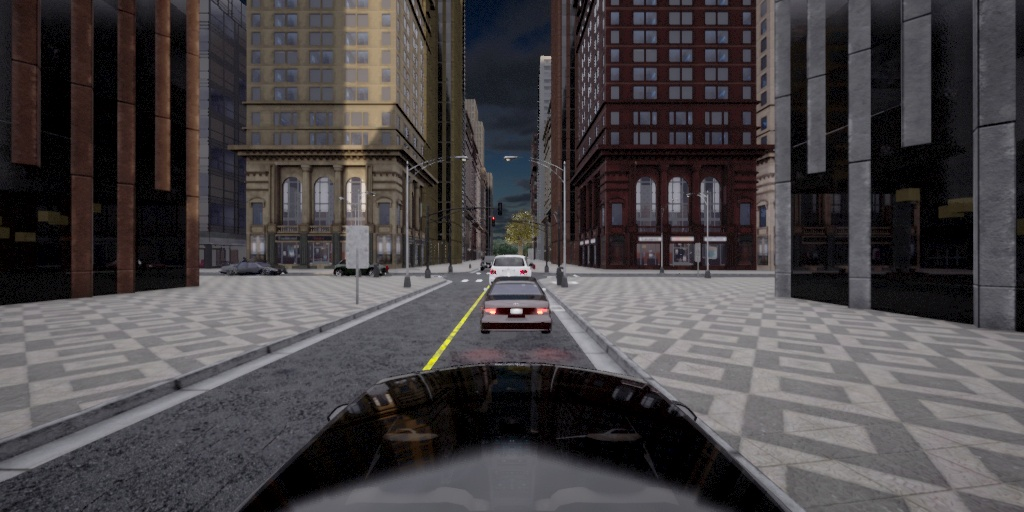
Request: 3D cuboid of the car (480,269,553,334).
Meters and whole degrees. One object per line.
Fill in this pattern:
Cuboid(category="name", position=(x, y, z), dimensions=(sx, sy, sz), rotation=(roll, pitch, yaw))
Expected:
Cuboid(category="car", position=(0.091, 1.296, 10.608), dimensions=(2.033, 1.411, 5.357), rotation=(0, 0, 0))

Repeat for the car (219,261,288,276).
Cuboid(category="car", position=(-23.957, 1.214, 33.335), dimensions=(5.357, 1.411, 2.033), rotation=(0, 0, 0))

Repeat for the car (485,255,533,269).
Cuboid(category="car", position=(0.015, 0.968, 20.854), dimensions=(2.150, 2.045, 5.566), rotation=(0, 0, 4))

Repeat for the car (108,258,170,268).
Cuboid(category="car", position=(-34.580, 0.992, 33.342), dimensions=(4.553, 1.767, 2.097), rotation=(0, 0, 0))

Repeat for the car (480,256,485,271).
Cuboid(category="car", position=(-3.132, 0.961, 49.484), dimensions=(2.150, 2.045, 5.566), rotation=(0, 0, -1))

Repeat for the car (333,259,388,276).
Cuboid(category="car", position=(-13.992, 1.047, 33.338), dimensions=(4.553, 1.767, 2.097), rotation=(0, 0, 0))
